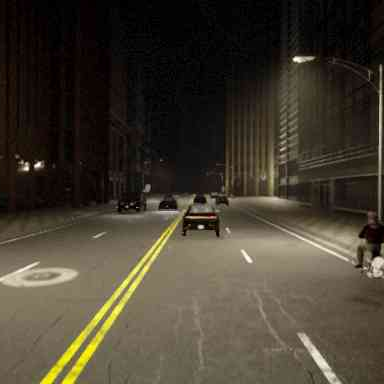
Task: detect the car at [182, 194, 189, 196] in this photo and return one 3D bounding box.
[{"bbox_3d":[-1.498,0.637,78.102,2.033,1.411,5.357,0,1,1],"label":"car"}]

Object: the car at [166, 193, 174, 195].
[{"bbox_3d":[-4.851,0.853,73.748,1.994,1.385,4.181,0,1,1],"label":"car"}]

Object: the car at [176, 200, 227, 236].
[{"bbox_3d":[0.482,1.389,17.853,2.128,1.511,4.902,0,0,1],"label":"car"}]

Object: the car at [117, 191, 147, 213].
[{"bbox_3d":[-5.867,0.967,33.089,2.150,2.045,5.566,0,0,1],"label":"car"}]

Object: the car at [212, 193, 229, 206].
[{"bbox_3d":[4.427,1.239,49.520,2.033,1.411,5.357,0,1,2],"label":"car"}]

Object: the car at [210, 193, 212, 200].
[{"bbox_3d":[4.877,0.979,72.616,2.128,1.511,4.902,0,1,1],"label":"car"}]

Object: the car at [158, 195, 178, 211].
[{"bbox_3d":[-2.531,1.310,36.580,1.994,1.385,4.181,0,0,1],"label":"car"}]

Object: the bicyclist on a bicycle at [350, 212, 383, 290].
[{"bbox_3d":[4.311,1.360,8.191,0.659,1.776,1.843,0,1,1],"label":"bicyclist on a bicycle"}]

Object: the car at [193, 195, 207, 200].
[{"bbox_3d":[1.168,1.157,48.030,1.882,1.535,5.008,0,0,1],"label":"car"}]
